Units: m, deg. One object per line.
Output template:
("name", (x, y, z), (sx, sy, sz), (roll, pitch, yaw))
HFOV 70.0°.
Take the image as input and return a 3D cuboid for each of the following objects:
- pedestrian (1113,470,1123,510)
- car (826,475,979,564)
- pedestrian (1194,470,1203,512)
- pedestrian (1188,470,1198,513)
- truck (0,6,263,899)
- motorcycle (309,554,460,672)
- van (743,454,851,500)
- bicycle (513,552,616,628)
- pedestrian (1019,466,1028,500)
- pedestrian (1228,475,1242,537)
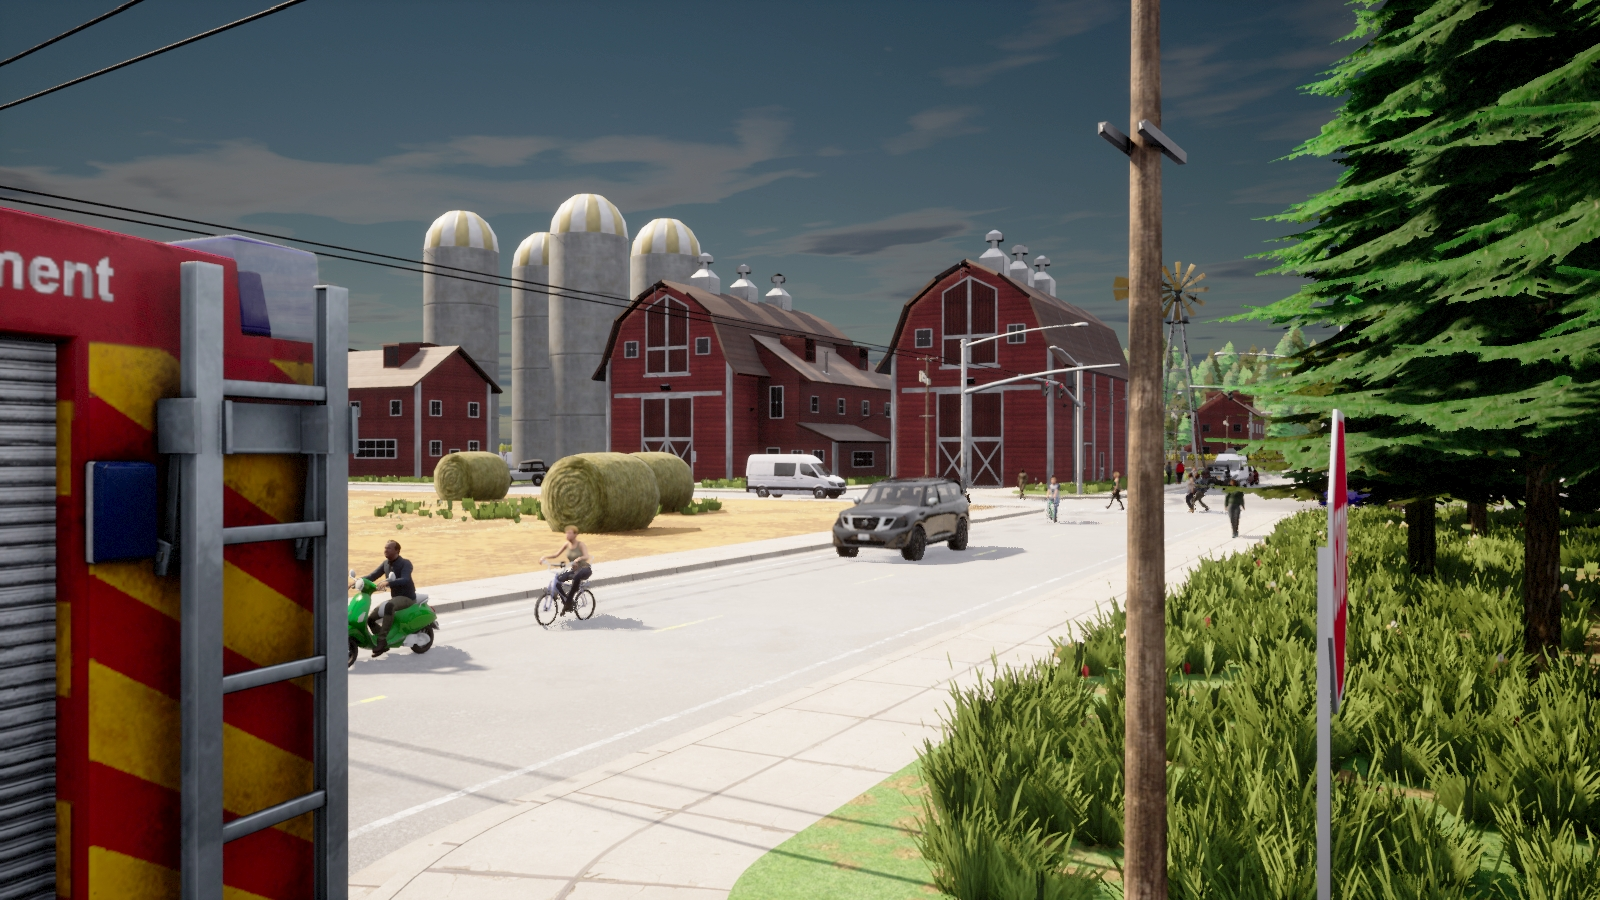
("pedestrian", (14.667, 1.844, 52.650), (0.375, 1.860, 0.375), (0, 0, 25))
("car", (2.928, 1.777, 31.097), (2.150, 2.045, 5.566), (0, 0, 28))
("pedestrian", (18.025, 1.842, 51.673), (0.375, 1.860, 0.375), (0, 0, 27))
("pedestrian", (17.550, 1.848, 50.969), (0.375, 1.860, 0.375), (0, 0, 28))
("truck", (-6.085, 0.867, 3.641), (8.468, 3.827, 2.891), (0, 0, 21))
("motorcycle", (-5.557, 2.142, 15.380), (0.856, 1.316, 1.805), (0, 0, 28))
("van", (-0.188, 1.504, 65.713), (5.915, 2.561, 1.988), (0, 0, 27))
("bicycle", (-3.819, 2.254, 18.638), (0.859, 1.080, 1.487), (0, -2, 28))
("pedestrian", (12.279, 1.822, 62.835), (0.375, 1.860, 0.375), (0, 0, 32))
("pedestrian", (13.218, 1.696, 34.731), (0.375, 1.860, 0.375), (0, 0, 25))
